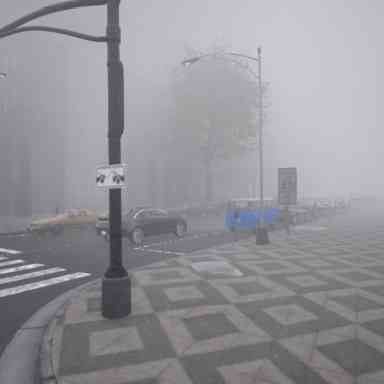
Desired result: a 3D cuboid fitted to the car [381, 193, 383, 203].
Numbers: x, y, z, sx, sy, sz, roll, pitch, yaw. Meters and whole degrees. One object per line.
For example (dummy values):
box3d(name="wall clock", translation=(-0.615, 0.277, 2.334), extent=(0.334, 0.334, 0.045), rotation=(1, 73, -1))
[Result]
box3d(name="car", translation=(31.989, 1.275, 58.040), extent=(1.752, 1.417, 4.829), rotation=(-1, -1, 36))

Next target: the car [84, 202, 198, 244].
box3d(name="car", translation=(-2.142, 1.429, 15.379), extent=(2.128, 1.511, 4.902), rotation=(-1, -1, 36))

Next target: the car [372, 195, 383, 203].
box3d(name="car", translation=(35.054, 1.304, 62.294), extent=(1.947, 1.339, 4.313), rotation=(-1, -1, 36))

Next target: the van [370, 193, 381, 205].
box3d(name="van", translation=(28.724, 1.103, 53.511), extent=(1.690, 1.788, 3.998), rotation=(-1, -1, 36))

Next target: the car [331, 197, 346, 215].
box3d(name="car", translation=(12.909, 1.408, 31.546), extent=(1.802, 1.307, 4.206), rotation=(-1, 0, 36))

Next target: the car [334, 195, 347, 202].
box3d(name="car", translation=(33.209, 1.416, 74.318), extent=(1.887, 1.381, 4.507), rotation=(-1, -1, 36))

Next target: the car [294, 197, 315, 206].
box3d(name="car", translation=(18.075, 1.492, 53.305), extent=(1.947, 1.339, 4.313), rotation=(-1, 0, 36))

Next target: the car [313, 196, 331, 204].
box3d(name="car", translation=(24.258, 1.453, 61.889), extent=(2.008, 1.369, 4.403), rotation=(-1, -1, 36))

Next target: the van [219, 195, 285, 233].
box3d(name="van", translation=(3.415, 1.213, 18.370), extent=(1.690, 1.788, 3.998), rotation=(-1, 0, 36))

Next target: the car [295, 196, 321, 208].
box3d(name="car", translation=(15.995, 1.387, 45.696), extent=(2.128, 1.511, 4.902), rotation=(-1, -1, 36))

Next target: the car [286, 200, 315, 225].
box3d(name="car", translation=(6.582, 1.422, 22.761), extent=(1.947, 1.339, 4.313), rotation=(-1, 0, 36))

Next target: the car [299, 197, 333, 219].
box3d(name="car", translation=(9.745, 1.386, 27.153), extent=(1.887, 1.381, 4.507), rotation=(-1, 0, 36))

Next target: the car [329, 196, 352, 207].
box3d(name="car", translation=(21.838, 1.376, 48.674), extent=(2.033, 1.411, 5.357), rotation=(-1, -1, 36))

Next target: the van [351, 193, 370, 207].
box3d(name="van", translation=(22.396, 1.127, 44.725), extent=(1.690, 1.788, 3.998), rotation=(-1, 0, 36))

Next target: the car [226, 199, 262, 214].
box3d(name="car", translation=(5.712, 1.529, 36.139), extent=(2.008, 1.369, 4.403), rotation=(-1, 0, 36))

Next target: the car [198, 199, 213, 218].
box3d(name="car", translation=(-0.470, 1.552, 27.555), extent=(1.887, 1.381, 4.507), rotation=(-1, 0, 36))

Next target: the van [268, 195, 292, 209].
box3d(name="van", translation=(11.891, 1.293, 44.724), extent=(1.690, 1.788, 3.998), rotation=(-1, 0, 36))

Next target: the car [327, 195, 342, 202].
box3d(name="car", translation=(30.027, 1.433, 69.900), extent=(2.008, 1.369, 4.403), rotation=(-1, -1, 36))

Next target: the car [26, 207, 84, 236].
box3d(name="car", translation=(-6.758, 1.564, 18.835), extent=(1.752, 1.417, 4.829), rotation=(-1, 0, 36))

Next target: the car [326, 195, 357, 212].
box3d(name="car", translation=(16.072, 1.363, 35.939), extent=(2.008, 1.369, 4.403), rotation=(-1, 0, 36))

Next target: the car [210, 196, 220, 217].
box3d(name="car", translation=(2.618, 1.307, 31.848), extent=(2.192, 1.841, 5.009), rotation=(-1, 0, 36))

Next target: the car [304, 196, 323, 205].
box3d(name="car", translation=(21.067, 1.440, 57.460), extent=(1.752, 1.417, 4.829), rotation=(-1, -1, 36))

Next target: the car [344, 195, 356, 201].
box3d(name="car", translation=(39.572, 1.401, 83.154), extent=(2.008, 1.369, 4.403), rotation=(-1, -1, 36))
